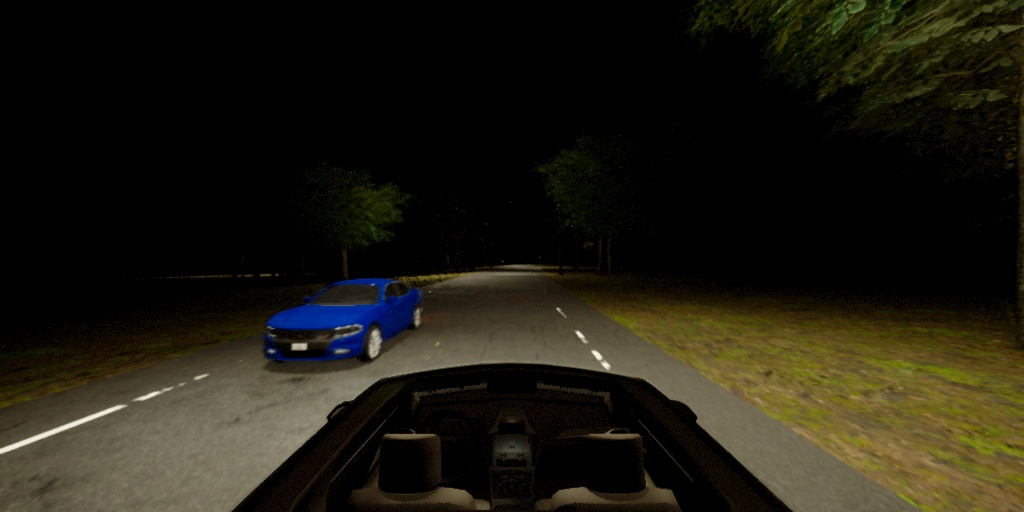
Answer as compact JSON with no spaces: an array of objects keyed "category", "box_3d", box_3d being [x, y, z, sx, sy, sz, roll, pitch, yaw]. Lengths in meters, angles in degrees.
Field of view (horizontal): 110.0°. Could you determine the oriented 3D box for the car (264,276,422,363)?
[{"category":"car","box_3d":[-3.568,1.287,8.552,1.882,1.535,5.008,0,-1,0]}]
